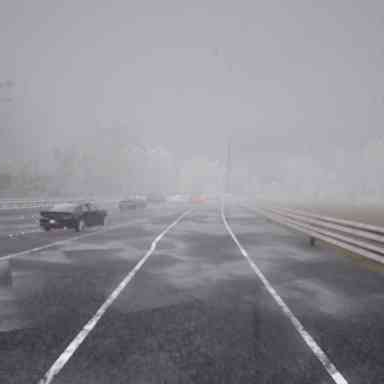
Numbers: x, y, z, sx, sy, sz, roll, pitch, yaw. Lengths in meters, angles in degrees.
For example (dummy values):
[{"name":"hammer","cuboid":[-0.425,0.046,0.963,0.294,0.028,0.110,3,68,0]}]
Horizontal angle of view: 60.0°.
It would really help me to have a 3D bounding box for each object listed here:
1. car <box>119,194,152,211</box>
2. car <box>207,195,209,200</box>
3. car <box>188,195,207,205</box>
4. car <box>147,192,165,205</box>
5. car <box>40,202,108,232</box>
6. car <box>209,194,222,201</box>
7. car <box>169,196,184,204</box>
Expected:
[{"name":"car","cuboid":[-6.644,1.334,37.763,2.128,1.511,4.902,0,0,10]},{"name":"car","cuboid":[5.114,1.506,91.818,1.994,1.385,4.181,0,0,15]},{"name":"car","cuboid":[0.806,1.232,57.707,2.097,1.767,4.553,0,0,12]},{"name":"car","cuboid":[-6.330,1.102,57.826,2.150,2.045,5.566,0,0,12]},{"name":"car","cuboid":[-6.335,1.287,18.493,1.882,1.535,5.008,0,0,9]},{"name":"car","cuboid":[6.286,1.457,82.043,2.128,1.511,4.902,0,0,14]},{"name":"car","cuboid":[-2.745,1.407,57.772,1.812,1.442,4.674,0,0,12]}]
